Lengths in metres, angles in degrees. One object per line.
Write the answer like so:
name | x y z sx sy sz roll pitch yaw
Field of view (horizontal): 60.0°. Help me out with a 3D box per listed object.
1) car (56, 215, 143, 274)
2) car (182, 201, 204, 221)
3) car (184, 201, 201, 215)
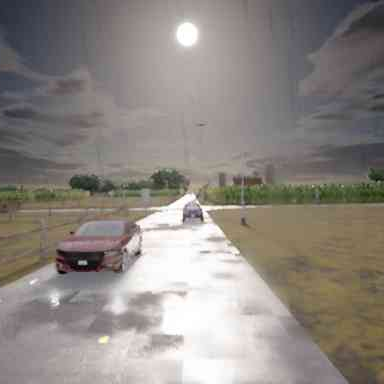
car | -2.851 1.596 11.176 1.882 1.535 5.008 0 -1 0
car | 0.077 1.827 30.106 1.812 1.442 4.674 0 -1 0
car | 0.063 1.885 41.232 1.882 1.535 5.008 0 0 0
